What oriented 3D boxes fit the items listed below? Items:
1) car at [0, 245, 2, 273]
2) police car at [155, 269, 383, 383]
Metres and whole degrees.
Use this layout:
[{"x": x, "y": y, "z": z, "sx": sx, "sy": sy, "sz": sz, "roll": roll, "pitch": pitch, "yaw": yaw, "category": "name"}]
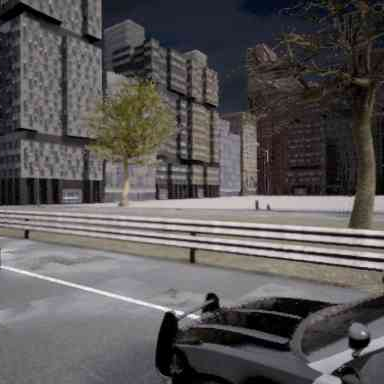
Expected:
[{"x": -6.918, "y": 1.535, "z": 8.809, "sx": 4.792, "sy": 1.488, "sz": 2.163, "roll": 0, "pitch": 0, "yaw": 36, "category": "car"}, {"x": 1.969, "y": 1.425, "z": 2.463, "sx": 5.238, "sy": 1.638, "sz": 1.930, "roll": 0, "pitch": 0, "yaw": 36, "category": "police car"}]
